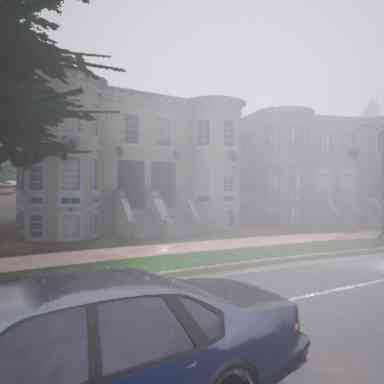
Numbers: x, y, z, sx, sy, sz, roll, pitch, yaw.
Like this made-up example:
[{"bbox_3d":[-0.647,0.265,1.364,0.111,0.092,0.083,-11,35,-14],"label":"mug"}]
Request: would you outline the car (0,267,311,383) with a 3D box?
[{"bbox_3d":[-1.237,1.519,3.008,5.357,1.411,2.033,0,0,-34],"label":"car"}]
